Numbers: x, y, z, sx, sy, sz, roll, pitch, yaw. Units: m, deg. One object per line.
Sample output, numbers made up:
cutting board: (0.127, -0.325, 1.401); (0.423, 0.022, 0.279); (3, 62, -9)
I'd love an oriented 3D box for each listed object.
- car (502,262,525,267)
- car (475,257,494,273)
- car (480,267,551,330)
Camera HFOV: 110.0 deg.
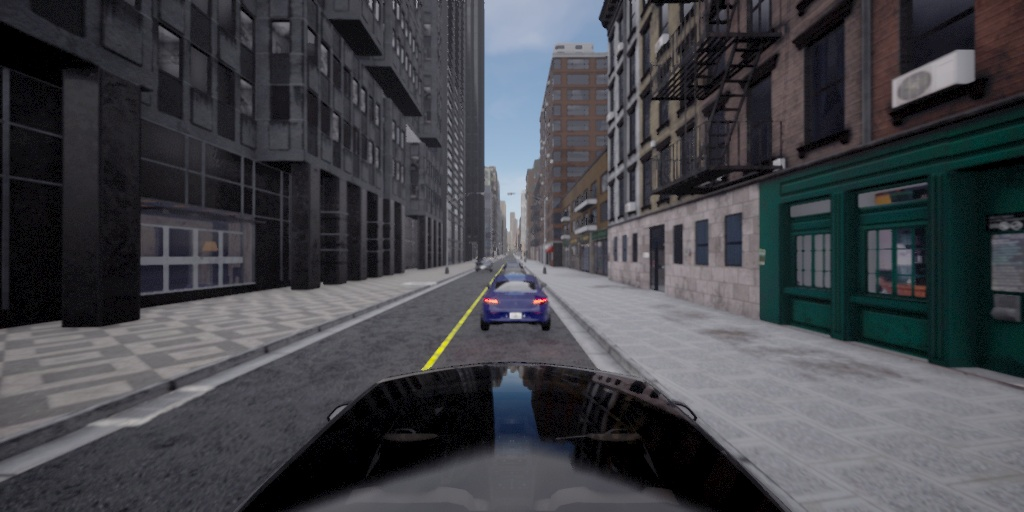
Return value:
car: (0.094, 1.188, 28.806); (1.994, 1.385, 4.181); (0, 0, 0)
car: (-3.090, 1.060, 40.469); (2.128, 1.511, 4.902); (0, 0, 0)
car: (0.098, 1.234, 10.757); (1.812, 1.442, 4.674); (0, 0, 0)
